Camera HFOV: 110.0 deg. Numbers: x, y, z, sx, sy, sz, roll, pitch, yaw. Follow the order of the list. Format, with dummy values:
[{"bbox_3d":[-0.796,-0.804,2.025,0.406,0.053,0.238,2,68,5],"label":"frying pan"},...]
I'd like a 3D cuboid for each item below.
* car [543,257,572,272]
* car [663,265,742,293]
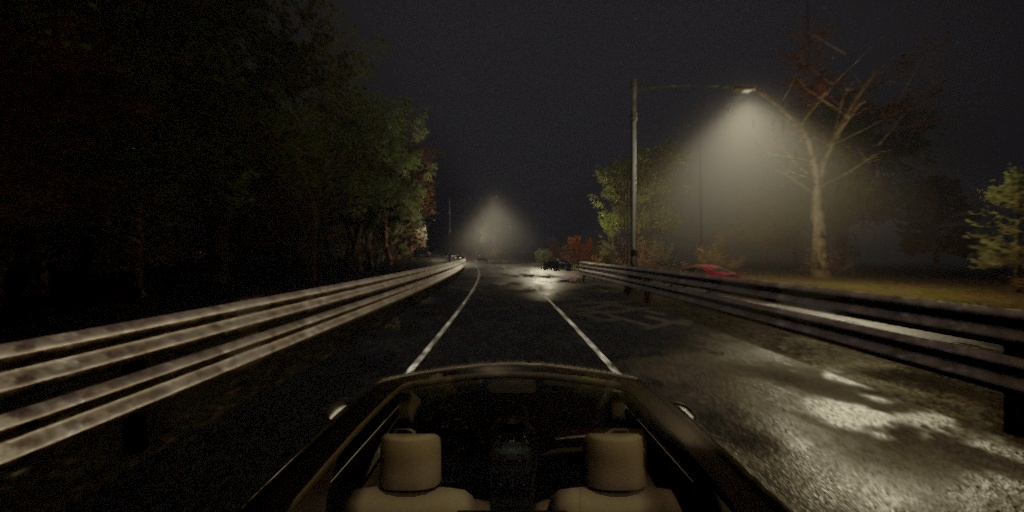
[{"bbox_3d":[4.914,0.907,39.342,2.128,1.511,4.902,1,0,-17],"label":"car"},{"bbox_3d":[10.601,1.215,20.193,1.812,1.442,4.674,0,1,-17],"label":"car"}]
